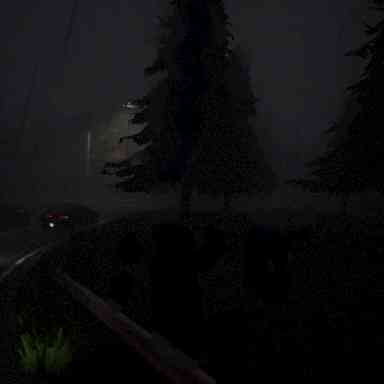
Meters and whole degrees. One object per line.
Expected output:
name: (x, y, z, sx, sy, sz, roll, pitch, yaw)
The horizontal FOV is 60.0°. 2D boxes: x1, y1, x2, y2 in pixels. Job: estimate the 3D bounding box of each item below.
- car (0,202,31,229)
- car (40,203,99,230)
car: (-10.636, 1.255, 18.031, 1.994, 1.385, 4.181, 4, 1, 4)
car: (-7.117, 1.400, 19.821, 1.837, 1.490, 4.892, 4, 2, 5)
